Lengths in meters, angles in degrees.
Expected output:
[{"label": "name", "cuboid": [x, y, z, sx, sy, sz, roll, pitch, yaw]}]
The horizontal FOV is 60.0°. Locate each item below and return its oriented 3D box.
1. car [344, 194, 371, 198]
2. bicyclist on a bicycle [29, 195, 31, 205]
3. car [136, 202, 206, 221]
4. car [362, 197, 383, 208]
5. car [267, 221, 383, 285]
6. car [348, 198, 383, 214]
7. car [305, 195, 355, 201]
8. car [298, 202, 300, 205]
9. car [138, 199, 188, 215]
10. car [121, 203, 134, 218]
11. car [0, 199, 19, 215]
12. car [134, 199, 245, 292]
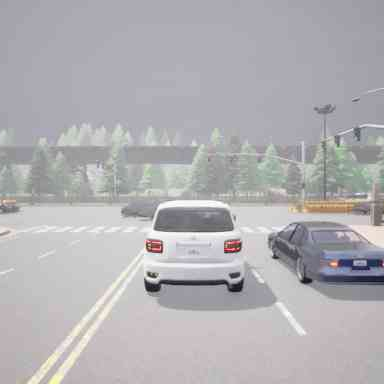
[{"label": "car", "cuboid": [21.109, 1.236, 44.253, 5.566, 2.045, 2.150, 0, 0, 0]}, {"label": "bicyclist on a bicycle", "cuboid": [-27.023, 1.318, 55.797, 0.582, 1.620, 1.656, 0, 0, 0]}, {"label": "car", "cuboid": [-1.605, 1.555, 26.676, 5.357, 1.411, 2.033, 0, 0, 0]}, {"label": "car", "cuboid": [27.315, 1.520, 47.724, 4.892, 1.490, 1.837, 0, 0, 0]}, {"label": "car", "cuboid": [3.575, 1.551, 9.545, 2.033, 1.411, 5.357, 0, 0, 0]}, {"label": "car", "cuboid": [19.140, 1.558, 33.562, 5.357, 1.411, 2.033, 0, 0, 0]}, {"label": "car", "cuboid": [16.668, 1.504, 40.775, 4.902, 1.511, 2.128, 0, 0, 0]}, {"label": "car", "cuboid": [17.823, 1.493, 47.770, 5.008, 1.535, 1.882, 0, 0, 0]}, {"label": "car", "cuboid": [-2.838, 1.502, 33.682, 4.902, 1.511, 2.128, 0, 0, 0]}, {"label": "car", "cuboid": [-4.314, 1.573, 30.190, 4.181, 1.385, 1.994, 0, 0, 0]}, {"label": "car", "cuboid": [-20.143, 1.363, 33.777, 4.553, 1.767, 2.097, 0, 0, 0]}, {"label": "car", "cuboid": [0.066, 1.224, 9.056, 2.150, 2.045, 5.566, 0, 0, 1]}]
